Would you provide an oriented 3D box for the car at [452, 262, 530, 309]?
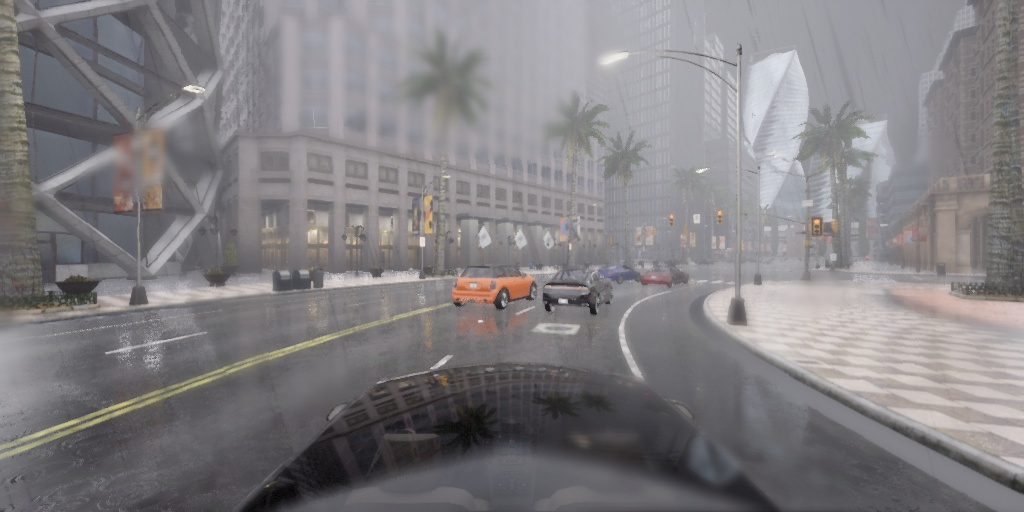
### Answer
[{"bbox_3d":[-0.547,1.113,15.150,2.097,1.767,4.553,0,0,24],"label":"car"}]

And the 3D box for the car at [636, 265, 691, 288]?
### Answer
[{"bbox_3d":[10.456,1.320,24.214,1.994,1.385,4.181,0,0,45],"label":"car"}]

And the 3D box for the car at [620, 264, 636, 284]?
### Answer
[{"bbox_3d":[7.962,1.280,26.670,1.812,1.442,4.674,0,0,45],"label":"car"}]

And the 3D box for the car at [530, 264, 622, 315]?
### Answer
[{"bbox_3d":[2.651,1.242,13.727,2.128,1.511,4.902,0,0,24],"label":"car"}]
